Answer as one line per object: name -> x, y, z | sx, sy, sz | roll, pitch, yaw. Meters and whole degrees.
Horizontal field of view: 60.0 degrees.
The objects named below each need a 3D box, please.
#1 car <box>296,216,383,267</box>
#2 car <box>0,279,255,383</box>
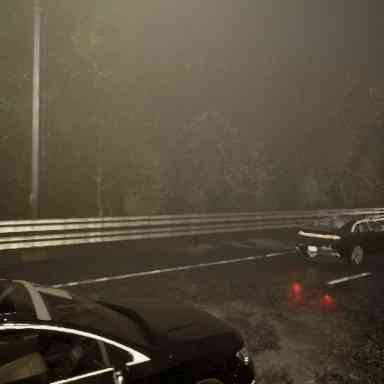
car -> 5.811, 1.632, 12.049 | 4.902, 1.511, 2.128 | 1, 0, -36
car -> -1.626, 1.505, 2.577 | 4.892, 1.490, 1.837 | 1, -1, -36
